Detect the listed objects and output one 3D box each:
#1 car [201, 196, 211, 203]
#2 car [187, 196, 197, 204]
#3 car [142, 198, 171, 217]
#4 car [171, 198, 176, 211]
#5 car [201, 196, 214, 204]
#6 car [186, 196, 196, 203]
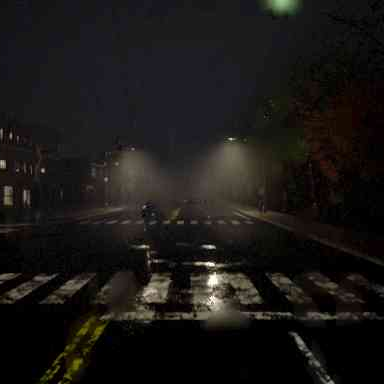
[{"bbox_3d":[3.050,1.628,73.181,2.128,1.511,4.902,0,0,0],"label":"car"},{"bbox_3d":[-0.076,1.694,64.418,1.895,1.301,4.718,0,0,0],"label":"car"},{"bbox_3d":[-3.435,1.400,31.491,2.097,1.767,4.553,0,0,0],"label":"car"},{"bbox_3d":[-3.461,1.626,41.501,1.994,1.385,4.181,0,0,0],"label":"car"},{"bbox_3d":[3.180,1.693,63.176,1.895,1.301,4.718,0,0,0],"label":"car"},{"bbox_3d":[-0.190,1.647,74.617,2.033,1.411,5.357,0,0,0],"label":"car"}]
